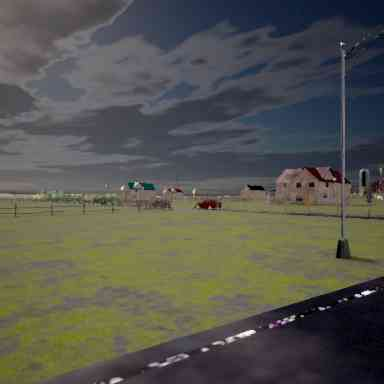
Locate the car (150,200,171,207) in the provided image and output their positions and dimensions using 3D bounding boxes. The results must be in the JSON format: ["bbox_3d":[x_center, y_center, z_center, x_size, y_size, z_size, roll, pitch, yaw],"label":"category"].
[{"bbox_3d":[-6.185,2.232,65.116,1.812,1.442,4.674,2,-2,-36],"label":"car"}]

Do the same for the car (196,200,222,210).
[{"bbox_3d":[2.653,2.001,52.997,1.882,1.535,5.008,2,-2,-36],"label":"car"}]

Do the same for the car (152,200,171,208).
[{"bbox_3d":[-5.462,2.176,59.455,1.994,1.385,4.181,2,-2,-36],"label":"car"}]

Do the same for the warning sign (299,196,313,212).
[{"bbox_3d":[14.187,1.496,41.370,1.300,1.860,1.060,2,-1,-36],"label":"warning sign"}]
